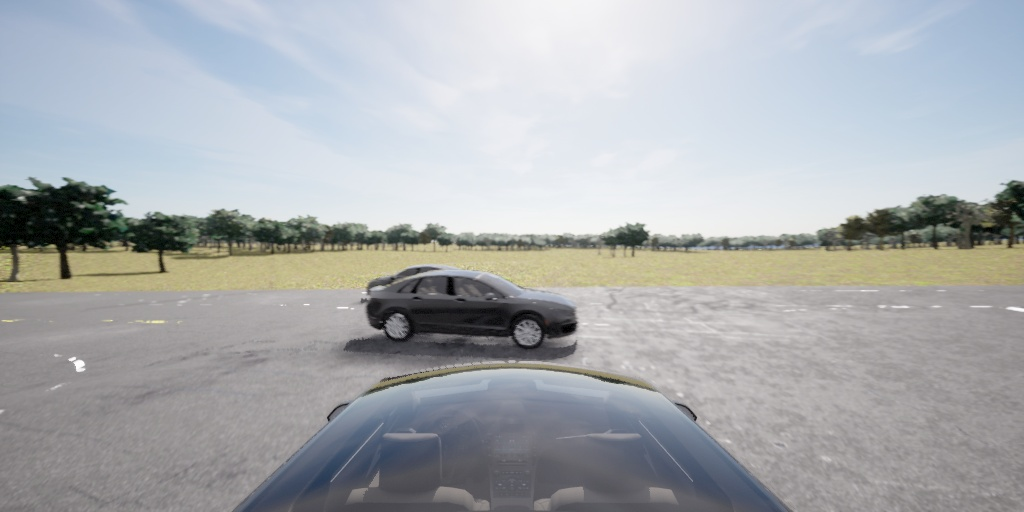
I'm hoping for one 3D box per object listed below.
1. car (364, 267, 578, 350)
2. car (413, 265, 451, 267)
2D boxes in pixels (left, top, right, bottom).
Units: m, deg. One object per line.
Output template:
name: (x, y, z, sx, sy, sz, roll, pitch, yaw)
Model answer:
car: (-0.949, 1.106, 8.360, 4.892, 1.490, 1.837, 0, 1, 11)
car: (-4.104, 1.171, 16.136, 4.892, 1.490, 1.837, -2, 1, 12)
